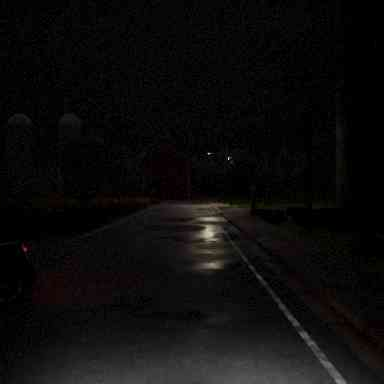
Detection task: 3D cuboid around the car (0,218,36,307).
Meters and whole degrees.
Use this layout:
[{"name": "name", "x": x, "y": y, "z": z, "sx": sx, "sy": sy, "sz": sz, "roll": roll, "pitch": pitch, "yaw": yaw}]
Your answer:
[{"name": "car", "x": -5.417, "y": 1.320, "z": 5.958, "sx": 2.097, "sy": 1.767, "sz": 4.553, "roll": 0, "pitch": 0, "yaw": 44}]
